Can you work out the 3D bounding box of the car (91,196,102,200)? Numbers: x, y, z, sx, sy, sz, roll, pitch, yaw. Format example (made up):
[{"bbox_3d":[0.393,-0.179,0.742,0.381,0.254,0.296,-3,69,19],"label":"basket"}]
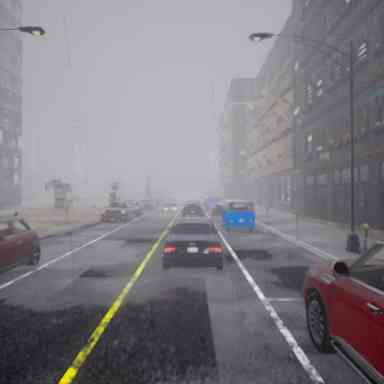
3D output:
[{"bbox_3d":[-25.219,1.668,85.565,4.313,1.339,1.947,0,0,1],"label":"car"}]

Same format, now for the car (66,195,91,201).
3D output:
[{"bbox_3d":[-26.395,1.434,76.943,4.097,1.590,1.967,0,0,1],"label":"car"}]

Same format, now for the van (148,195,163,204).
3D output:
[{"bbox_3d":[-5.655,1.322,48.242,1.690,1.788,3.998,1,0,0],"label":"van"}]

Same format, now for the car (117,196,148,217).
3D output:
[{"bbox_3d":[-5.653,1.435,31.306,1.967,1.590,4.097,1,0,0],"label":"car"}]

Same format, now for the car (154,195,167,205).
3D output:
[{"bbox_3d":[-5.659,1.407,59.534,1.967,1.590,4.097,1,0,0],"label":"car"}]

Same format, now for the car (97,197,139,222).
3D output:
[{"bbox_3d":[-5.658,1.438,25.659,1.967,1.590,4.097,1,0,0],"label":"car"}]

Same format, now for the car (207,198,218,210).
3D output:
[{"bbox_3d":[2.693,1.539,31.340,1.887,1.381,4.507,1,0,0],"label":"car"}]

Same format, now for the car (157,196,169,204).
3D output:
[{"bbox_3d":[-5.661,1.504,65.180,1.887,1.381,4.507,1,0,0],"label":"car"}]

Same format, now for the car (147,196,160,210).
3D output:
[{"bbox_3d":[-5.657,1.531,42.597,1.887,1.381,4.507,1,0,0],"label":"car"}]

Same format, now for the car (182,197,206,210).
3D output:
[{"bbox_3d":[0.069,1.520,30.988,1.812,1.442,4.674,0,0,0],"label":"car"}]

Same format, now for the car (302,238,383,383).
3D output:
[{"bbox_3d":[2.702,1.315,3.107,2.192,1.841,5.009,1,0,0],"label":"car"}]

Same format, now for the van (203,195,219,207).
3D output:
[{"bbox_3d":[2.694,1.327,42.631,1.690,1.788,3.998,1,0,0],"label":"van"}]

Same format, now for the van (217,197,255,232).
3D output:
[{"bbox_3d":[2.698,1.341,20.046,1.690,1.788,3.998,1,0,0],"label":"van"}]

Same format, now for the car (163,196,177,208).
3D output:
[{"bbox_3d":[-3.104,1.527,48.563,2.033,1.411,5.357,0,0,0],"label":"car"}]

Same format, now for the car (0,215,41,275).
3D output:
[{"bbox_3d":[-5.685,1.441,8.722,1.967,1.590,4.097,1,0,0],"label":"car"}]

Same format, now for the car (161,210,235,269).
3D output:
[{"bbox_3d":[0.041,1.549,11.122,2.033,1.411,5.357,0,0,0],"label":"car"}]

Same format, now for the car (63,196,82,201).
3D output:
[{"bbox_3d":[-30.698,1.709,85.639,4.206,1.307,1.802,0,0,1],"label":"car"}]
